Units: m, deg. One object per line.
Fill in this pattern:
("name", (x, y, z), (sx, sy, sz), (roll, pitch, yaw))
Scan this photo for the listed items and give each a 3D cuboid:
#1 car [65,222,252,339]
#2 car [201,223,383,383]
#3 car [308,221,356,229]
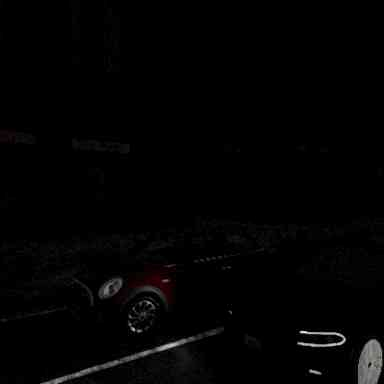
("car", (-0.293, 1.449, 6.555), (4.097, 1.590, 1.967), (0, 0, -36))
("car", (2.741, 1.491, 5.347), (5.008, 1.535, 1.882), (0, 0, -36))
("car", (4.278, 1.568, 9.833), (4.507, 1.381, 1.887), (0, 0, -36))
